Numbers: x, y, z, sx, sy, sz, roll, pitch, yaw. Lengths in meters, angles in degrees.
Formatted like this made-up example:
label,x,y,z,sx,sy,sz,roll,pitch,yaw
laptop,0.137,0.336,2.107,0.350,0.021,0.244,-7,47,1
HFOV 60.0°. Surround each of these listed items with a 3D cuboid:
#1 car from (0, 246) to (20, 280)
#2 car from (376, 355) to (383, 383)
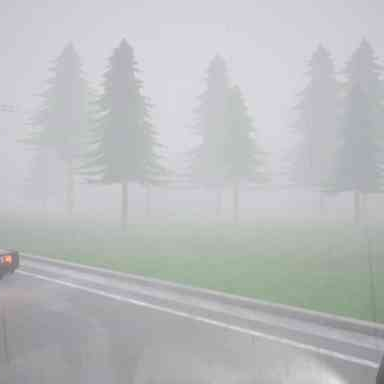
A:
label,x,y,z,sx,sy,sz,roll,pitch,yaw
car,-6.572,1.633,8.665,4.718,1.301,1.895,0,0,35
car,3.207,1.559,1.705,4.181,1.385,1.994,0,0,35
